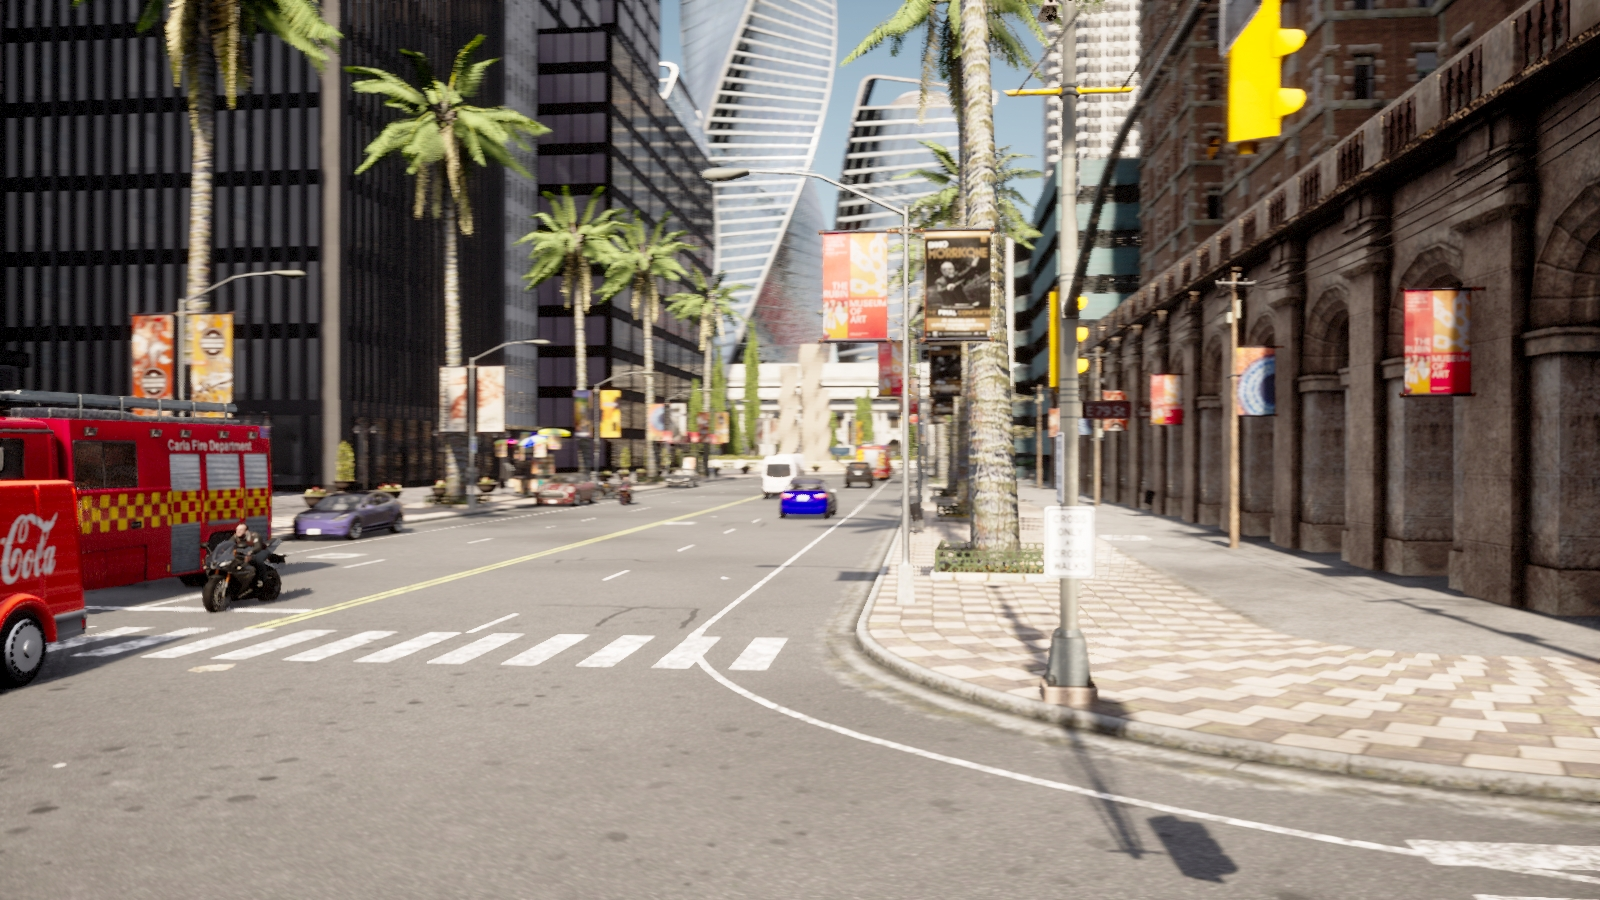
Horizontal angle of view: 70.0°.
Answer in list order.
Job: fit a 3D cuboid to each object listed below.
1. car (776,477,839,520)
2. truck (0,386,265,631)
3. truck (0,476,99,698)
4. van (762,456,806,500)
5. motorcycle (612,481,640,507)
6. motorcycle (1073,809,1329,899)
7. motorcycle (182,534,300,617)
[{"bbox_3d":[0.398,2.044,49.628,2.242,1.667,4.611,0,0,7],"label":"car"},{"bbox_3d":[-13.555,0.916,20.775,2.891,3.827,8.468,0,0,7],"label":"truck"},{"bbox_3d":[-10.380,1.581,12.311,2.627,2.467,5.204,0,0,-2],"label":"truck"},{"bbox_3d":[-0.947,1.641,69.637,1.988,2.561,5.915,0,0,6],"label":"van"},{"bbox_3d":[-9.059,2.292,59.580,0.867,1.251,2.209,0,0,6],"label":"motorcycle"},{"bbox_3d":[1.535,2.221,4.193,0.803,1.145,2.033,0,0,7],"label":"motorcycle"},{"bbox_3d":[-10.050,2.232,20.638,0.867,1.251,2.209,0,0,6],"label":"motorcycle"}]
